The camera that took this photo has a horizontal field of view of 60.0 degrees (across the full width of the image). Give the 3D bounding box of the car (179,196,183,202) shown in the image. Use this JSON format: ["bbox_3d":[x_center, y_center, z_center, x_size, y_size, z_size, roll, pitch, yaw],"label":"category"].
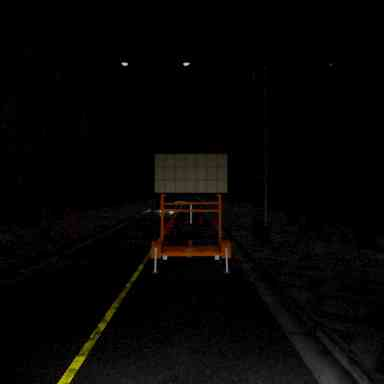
[{"bbox_3d":[-3.253,1.728,82.725,1.994,1.385,4.181,0,0,0],"label":"car"}]

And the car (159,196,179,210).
[{"bbox_3d":[-3.230,1.588,43.586,2.033,1.411,5.357,0,0,0],"label":"car"}]

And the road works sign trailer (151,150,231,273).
[{"bbox_3d":[-0.029,0.467,10.668,2.380,3.560,2.880,0,0,0],"label":"road works sign trailer"}]
